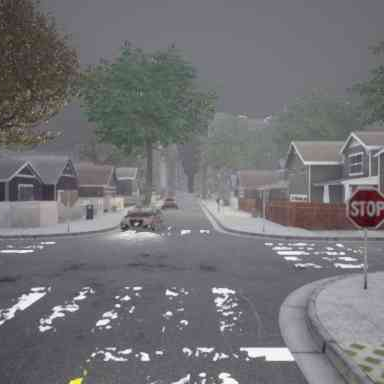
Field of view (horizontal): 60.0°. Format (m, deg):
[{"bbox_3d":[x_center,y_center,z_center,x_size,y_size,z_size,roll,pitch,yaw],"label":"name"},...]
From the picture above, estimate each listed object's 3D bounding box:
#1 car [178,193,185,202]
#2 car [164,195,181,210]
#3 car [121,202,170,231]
[{"bbox_3d":[-2.759,1.340,59.332,1.837,1.490,4.892,0,0,0],"label":"car"},{"bbox_3d":[-2.758,1.483,43.479,1.882,1.535,5.008,0,0,0],"label":"car"},{"bbox_3d":[-2.871,1.565,20.351,1.994,1.385,4.181,0,0,6],"label":"car"}]
